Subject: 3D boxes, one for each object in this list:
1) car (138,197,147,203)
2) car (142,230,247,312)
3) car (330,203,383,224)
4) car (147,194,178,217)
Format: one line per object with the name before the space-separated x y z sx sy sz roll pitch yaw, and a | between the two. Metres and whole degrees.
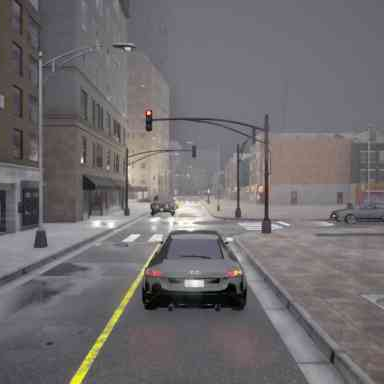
car | -8.963 1.597 69.975 4.674 1.442 1.812 0 0 9
car | 0.053 1.564 7.799 1.994 1.385 4.181 0 0 0
car | 12.059 1.515 23.606 4.181 1.385 1.994 0 0 0
car | -2.739 1.231 32.019 2.150 2.045 5.566 0 0 -2
